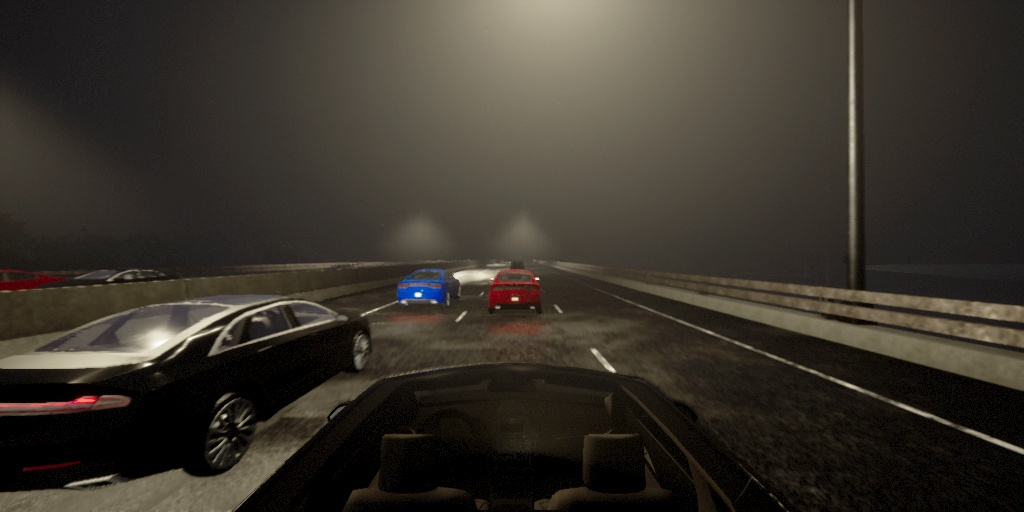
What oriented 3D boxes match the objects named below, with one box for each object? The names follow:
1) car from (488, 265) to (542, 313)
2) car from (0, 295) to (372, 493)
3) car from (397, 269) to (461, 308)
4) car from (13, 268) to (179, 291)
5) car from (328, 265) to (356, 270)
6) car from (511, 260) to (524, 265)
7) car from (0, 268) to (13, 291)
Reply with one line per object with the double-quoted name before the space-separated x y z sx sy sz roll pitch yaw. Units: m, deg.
"car" 0.113 1.291 14.452 1.882 1.535 5.008 0 0 0
"car" -3.500 1.255 4.746 2.128 1.511 4.902 0 0 0
"car" -3.445 1.295 15.714 1.882 1.535 5.008 0 0 0
"car" -17.529 1.298 15.889 2.128 1.511 4.902 0 0 1
"car" -13.857 1.423 28.945 2.033 1.411 5.357 0 0 1
"car" 0.834 1.390 54.853 2.097 1.767 4.553 0 0 1
"car" -21.045 1.272 14.116 1.882 1.535 5.008 0 0 0
